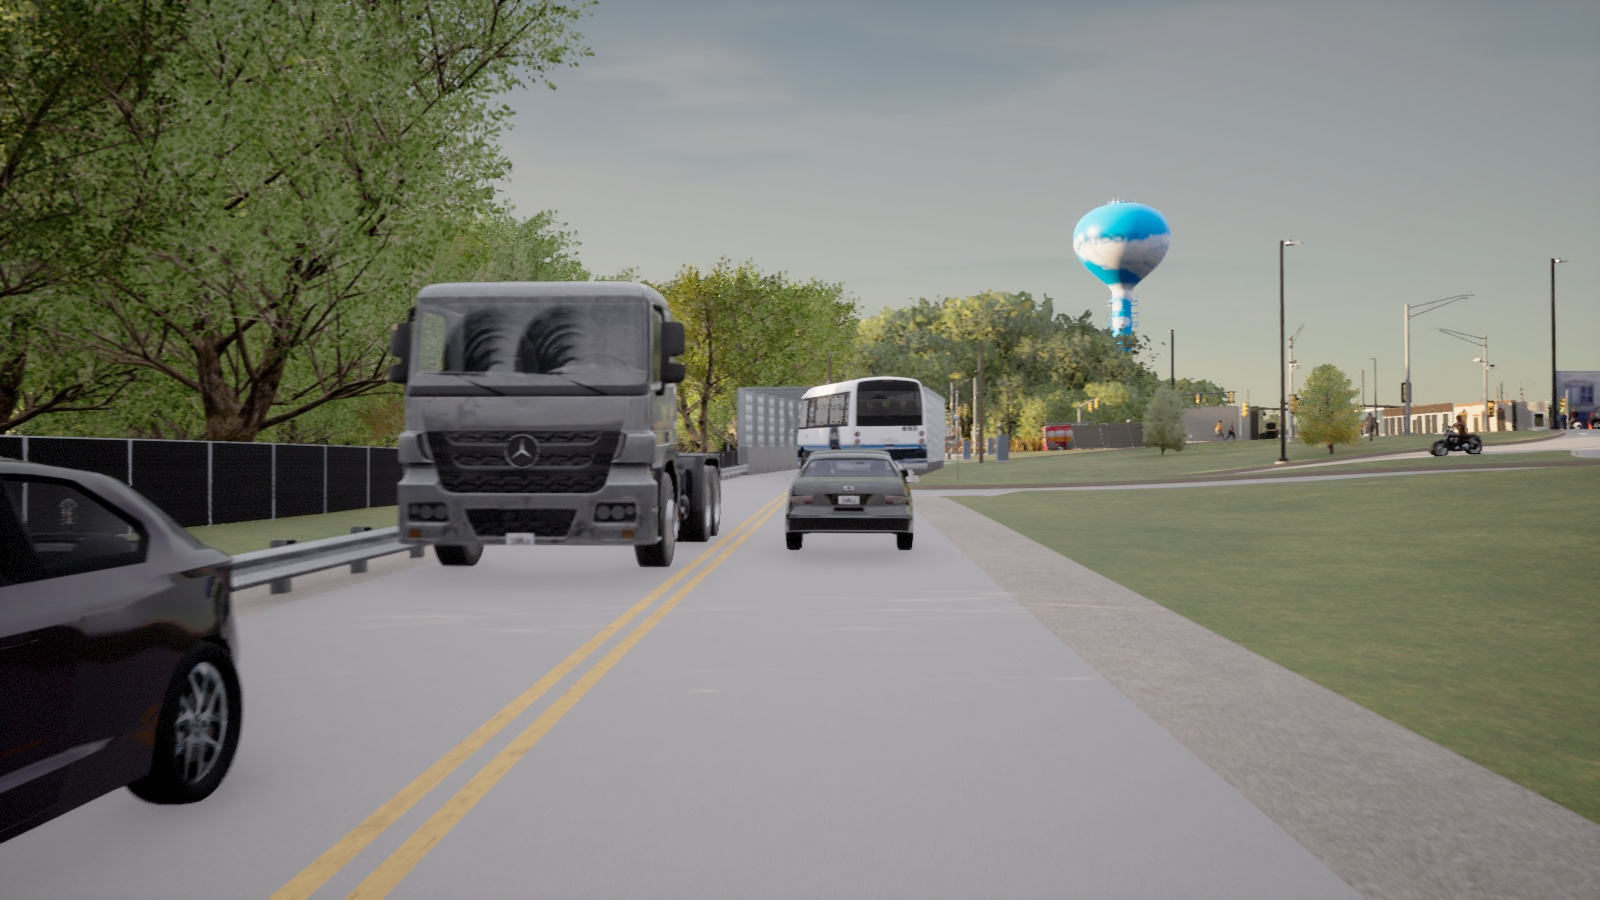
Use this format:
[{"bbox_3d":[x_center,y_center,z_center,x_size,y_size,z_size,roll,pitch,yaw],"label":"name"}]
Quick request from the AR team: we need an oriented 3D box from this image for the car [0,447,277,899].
[{"bbox_3d":[-3.384,0.737,3.710,1.816,1.474,4.193,0,0,2],"label":"car"}]

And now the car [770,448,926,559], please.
[{"bbox_3d":[0.746,0.693,19.080,2.033,1.411,5.357,0,0,3],"label":"car"}]

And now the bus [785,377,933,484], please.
[{"bbox_3d":[2.325,-0.815,55.206,3.944,4.253,10.273,0,0,-12],"label":"bus"}]

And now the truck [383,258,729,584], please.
[{"bbox_3d":[-2.837,-0.331,17.368,2.891,3.462,7.936,0,0,3],"label":"truck"}]

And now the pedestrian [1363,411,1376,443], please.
[{"bbox_3d":[36.151,-1.442,79.680,0.659,1.952,0.873,0,-1,19],"label":"pedestrian"}]

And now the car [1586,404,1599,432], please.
[{"bbox_3d":[45.836,-1.769,69.320,1.789,1.549,3.705,1,0,-25],"label":"car"}]

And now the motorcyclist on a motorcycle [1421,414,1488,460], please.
[{"bbox_3d":[25.094,-0.490,48.143,2.350,1.649,0.766,-3,0,-17],"label":"motorcyclist on a motorcycle"}]
